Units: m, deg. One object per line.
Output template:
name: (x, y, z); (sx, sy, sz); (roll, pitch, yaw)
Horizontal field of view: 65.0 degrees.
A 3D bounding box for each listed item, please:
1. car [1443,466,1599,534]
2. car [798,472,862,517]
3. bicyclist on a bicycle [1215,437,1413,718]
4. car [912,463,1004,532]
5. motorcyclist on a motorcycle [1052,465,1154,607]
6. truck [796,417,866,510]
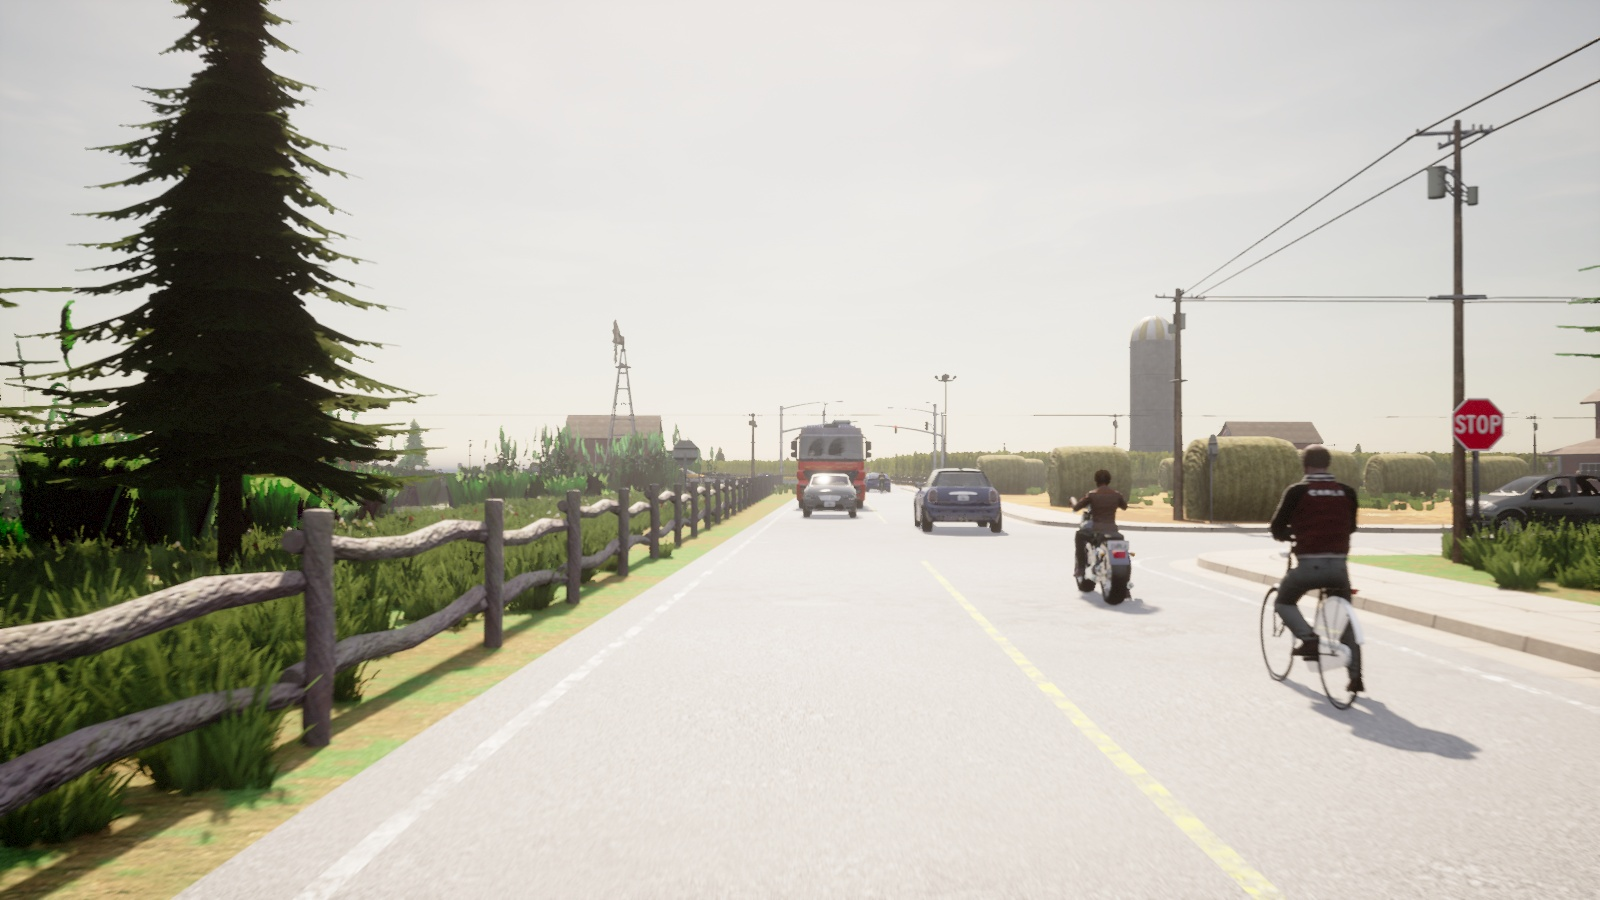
car: (18.379, 1.211, 31.076); (3.988, 1.617, 1.851); (0, -1, -1)
car: (1.071, 1.536, 44.363); (2.128, 1.511, 4.902); (0, -1, 2)
bicyclist on a bicycle: (3.565, 0.820, 8.890); (0.659, 1.776, 1.843); (0, -1, 1)
car: (4.295, 1.265, 34.735); (2.097, 1.767, 4.553); (0, -1, 2)
motorcyclist on a motorcycle: (3.744, 1.019, 15.718); (0.766, 1.649, 2.350); (0, -1, 2)
truck: (1.406, 0.619, 56.092); (2.891, 3.827, 8.468); (0, -1, 2)
